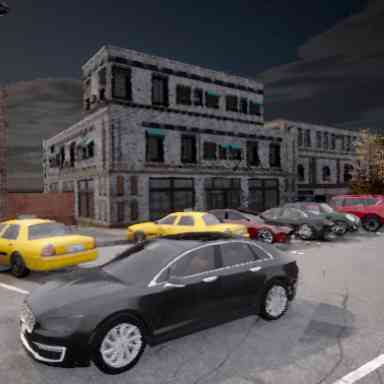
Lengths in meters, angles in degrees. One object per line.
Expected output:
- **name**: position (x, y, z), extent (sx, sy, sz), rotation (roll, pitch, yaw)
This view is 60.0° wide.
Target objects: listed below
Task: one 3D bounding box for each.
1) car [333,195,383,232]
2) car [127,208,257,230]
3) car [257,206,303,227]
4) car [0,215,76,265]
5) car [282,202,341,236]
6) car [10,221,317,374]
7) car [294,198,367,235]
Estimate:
- **car**: position (9.319, 1.225, 20.247), extent (5.566, 2.045, 2.435), rotation (-1, -1, 35)
- **car**: position (-0.368, 1.476, 13.534), extent (5.366, 1.575, 1.946), rotation (-1, 0, 35)
- **car**: position (2.200, 1.504, 15.107), extent (4.792, 1.488, 2.163), rotation (-1, -1, 35)
- **car**: position (-5.145, 1.481, 10.137), extent (5.366, 1.575, 1.946), rotation (-1, 0, 34)
- **car**: position (4.570, 1.475, 16.824), extent (4.892, 1.521, 2.231), rotation (-1, 0, 35)
- **car**: position (-0.188, 1.501, 5.697), extent (4.892, 1.490, 1.837), rotation (0, 0, -35)
- **car**: position (6.934, 1.348, 18.558), extent (4.553, 1.767, 2.185), rotation (-1, -1, 35)
